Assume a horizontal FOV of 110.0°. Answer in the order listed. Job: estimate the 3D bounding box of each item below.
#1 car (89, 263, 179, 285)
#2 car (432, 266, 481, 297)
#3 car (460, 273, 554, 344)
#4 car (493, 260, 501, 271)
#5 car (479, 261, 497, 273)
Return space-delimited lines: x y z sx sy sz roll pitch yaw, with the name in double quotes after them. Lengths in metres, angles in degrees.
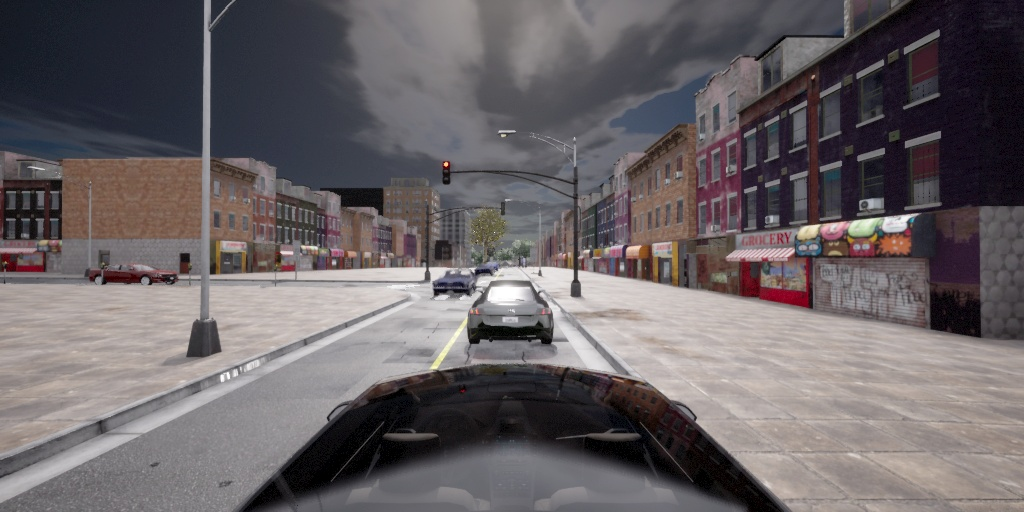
-23.352 1.118 22.232 4.507 1.381 1.888 0 0 0 "car"
-2.934 1.388 19.226 1.895 1.301 4.718 0 0 0 "car"
-0.036 1.325 9.612 1.994 1.385 4.181 0 0 0 "car"
-3.141 1.588 56.168 1.882 1.535 5.008 0 -1 0 "car"
-3.065 1.567 40.647 1.895 1.301 4.718 0 -1 0 "car"
